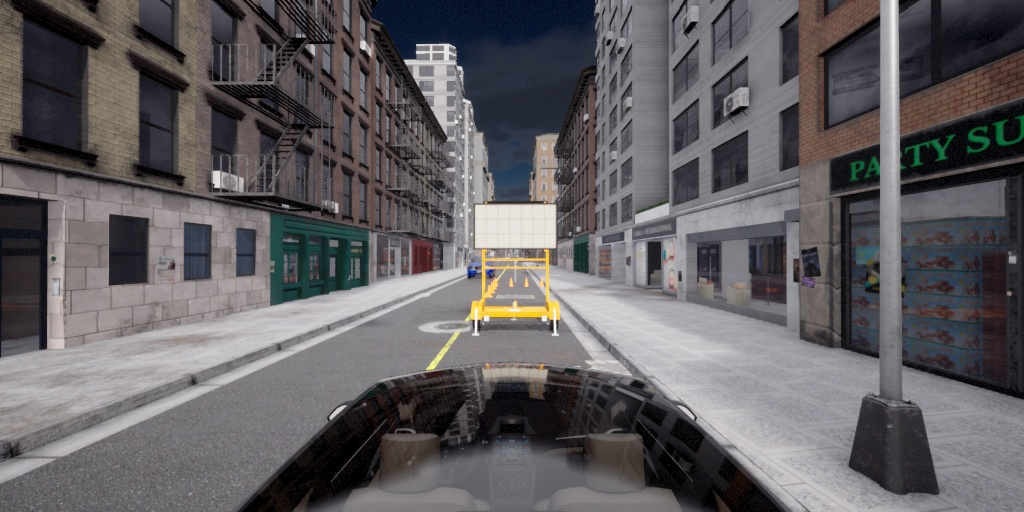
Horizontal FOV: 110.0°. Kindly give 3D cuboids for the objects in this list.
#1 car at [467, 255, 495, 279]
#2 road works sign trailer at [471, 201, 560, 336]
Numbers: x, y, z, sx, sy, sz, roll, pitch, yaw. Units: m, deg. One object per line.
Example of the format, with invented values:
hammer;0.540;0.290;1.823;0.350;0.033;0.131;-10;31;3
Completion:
car;-2.693;0.964;32.221;2.150;2.045;5.566;0;0;1
road works sign trailer;0.102;0.214;10.421;2.380;3.560;2.880;0;0;1
